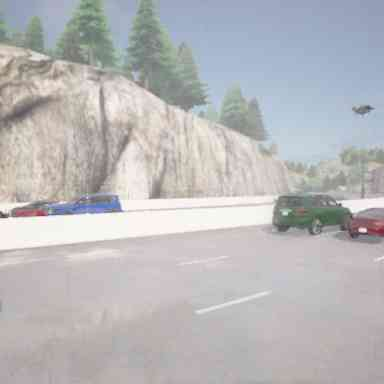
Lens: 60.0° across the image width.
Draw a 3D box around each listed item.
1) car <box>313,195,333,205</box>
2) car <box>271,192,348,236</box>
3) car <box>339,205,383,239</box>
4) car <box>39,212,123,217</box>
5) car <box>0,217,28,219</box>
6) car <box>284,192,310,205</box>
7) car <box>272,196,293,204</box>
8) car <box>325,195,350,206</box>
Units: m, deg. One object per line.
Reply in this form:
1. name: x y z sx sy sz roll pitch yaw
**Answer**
1. car: 21.443 1.243 54.303 1.812 1.442 4.674 0 0 38
2. car: 6.625 1.132 18.108 5.566 2.045 2.150 -1 0 -41
3. car: 8.971 1.427 15.553 4.674 1.442 1.812 -1 0 -41
4. car: -7.822 1.209 24.557 5.566 2.045 2.150 0 0 -39
5. car: -11.213 1.629 17.579 4.718 1.301 1.895 0 0 -36
6. car: 17.415 0.963 54.820 2.150 2.045 5.566 0 0 39
7. car: 16.097 1.341 58.791 1.895 1.301 4.718 0 0 38
8. car: 21.219 1.226 48.408 2.128 1.511 4.902 0 0 40
